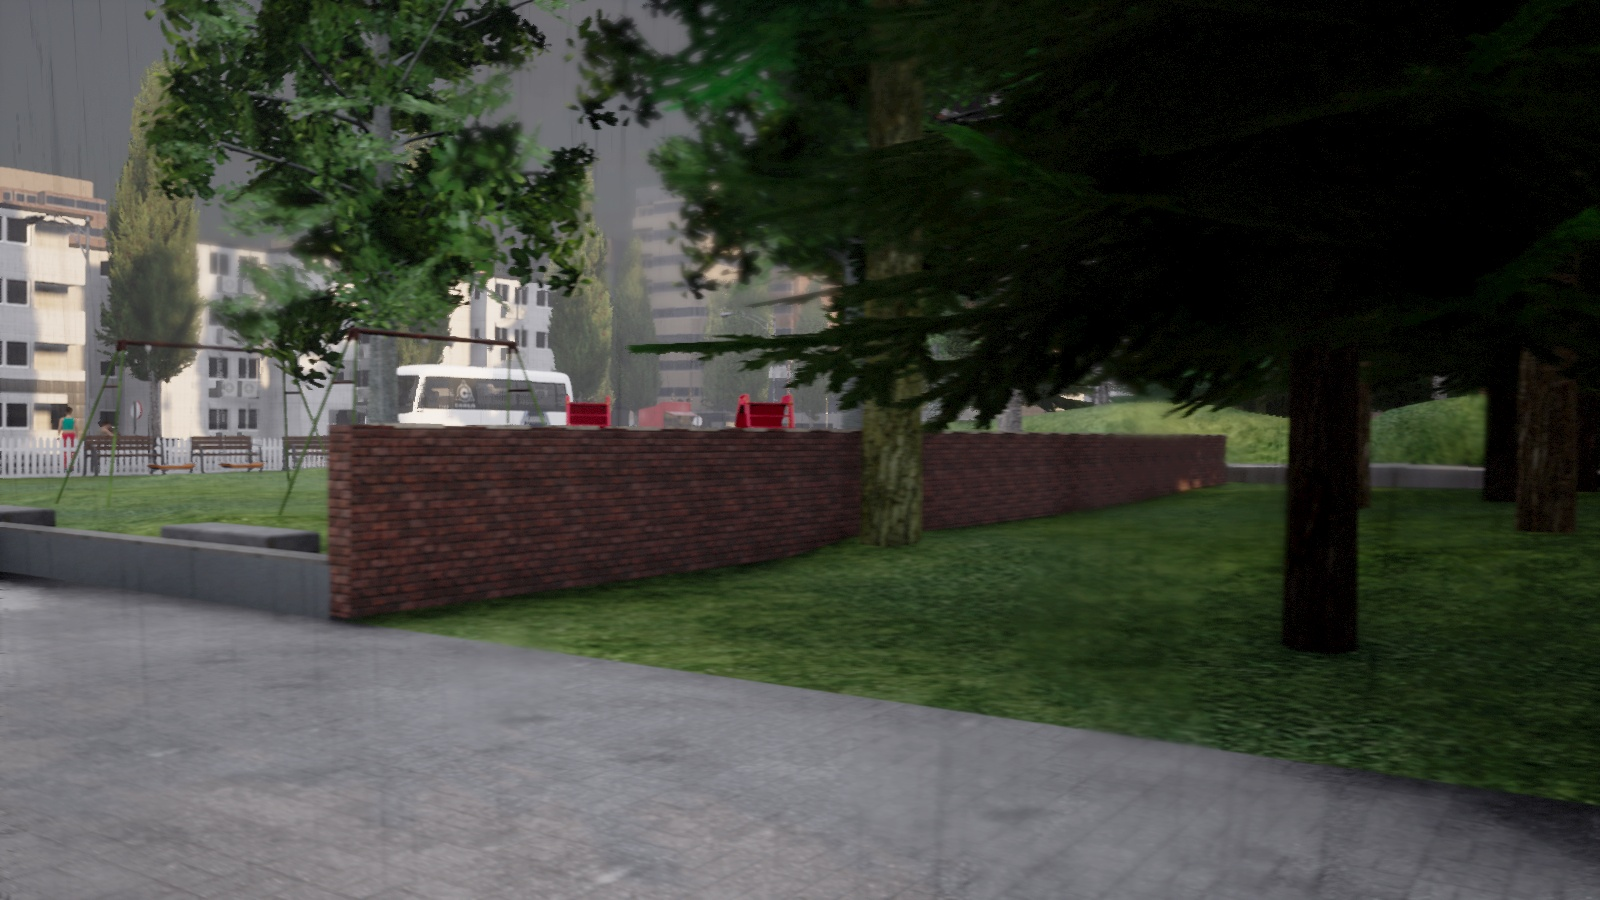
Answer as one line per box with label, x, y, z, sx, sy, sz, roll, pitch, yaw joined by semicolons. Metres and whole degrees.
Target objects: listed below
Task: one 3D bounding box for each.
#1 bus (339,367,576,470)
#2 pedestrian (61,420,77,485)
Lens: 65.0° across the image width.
bus;-15.216;-1.381;56.910;3.944;4.253;10.273;0;1;34
pedestrian;-20.686;0.062;35.533;0.345;1.836;0.594;-1;1;-33
